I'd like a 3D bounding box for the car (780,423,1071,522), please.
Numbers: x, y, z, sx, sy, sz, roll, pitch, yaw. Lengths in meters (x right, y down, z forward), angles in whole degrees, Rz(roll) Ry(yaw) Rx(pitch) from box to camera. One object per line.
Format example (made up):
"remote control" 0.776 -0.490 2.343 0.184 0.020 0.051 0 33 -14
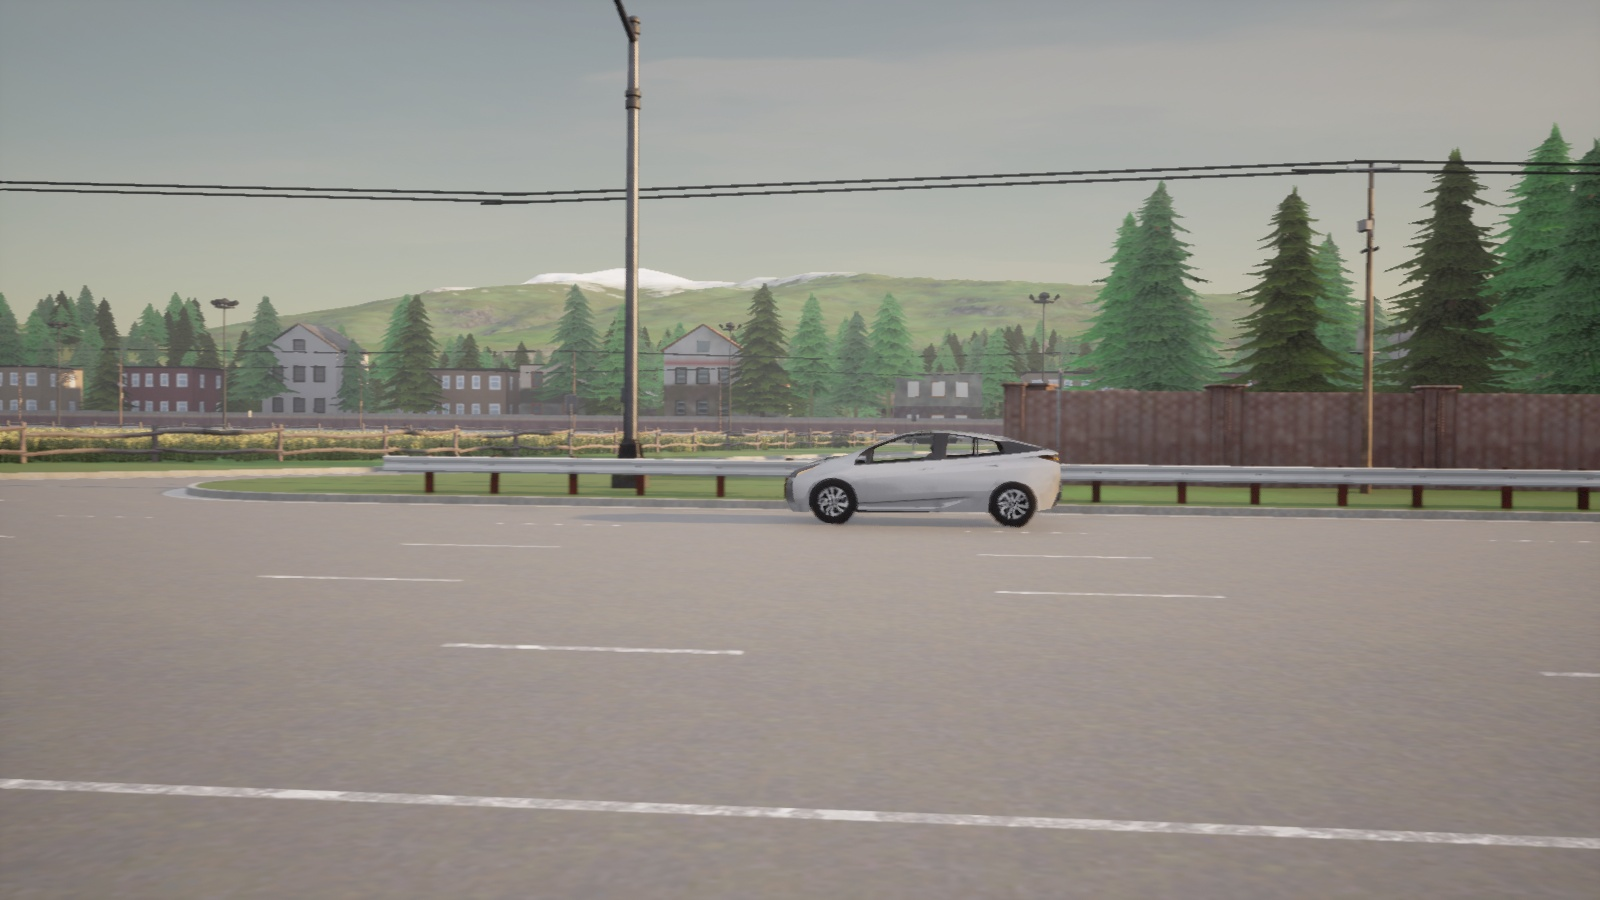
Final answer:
"car" 2.031 0.341 20.637 4.514 1.525 2.007 -1 1 5
